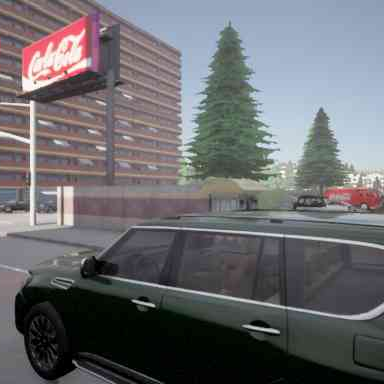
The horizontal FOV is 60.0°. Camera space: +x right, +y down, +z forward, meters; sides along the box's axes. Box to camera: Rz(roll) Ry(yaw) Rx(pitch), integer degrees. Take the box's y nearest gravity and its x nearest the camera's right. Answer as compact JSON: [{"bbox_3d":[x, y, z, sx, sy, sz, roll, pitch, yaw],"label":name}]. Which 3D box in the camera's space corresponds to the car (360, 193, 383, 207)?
[{"bbox_3d":[26.190,1.285,48.086,3.988,1.617,1.851,0,0,35],"label":"car"}]

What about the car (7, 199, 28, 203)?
[{"bbox_3d":[-18.805,1.489,36.280,2.128,1.511,4.902,0,0,35],"label":"car"}]

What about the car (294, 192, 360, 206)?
[{"bbox_3d":[8.787,1.148,22.271,3.866,1.878,1.905,0,0,35],"label":"car"}]

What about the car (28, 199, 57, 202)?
[{"bbox_3d":[-14.847,1.561,35.824,1.994,1.385,4.181,0,0,35],"label":"car"}]

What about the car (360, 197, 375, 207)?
[{"bbox_3d":[10.724,1.338,24.330,4.193,1.474,1.816,0,0,35],"label":"car"}]

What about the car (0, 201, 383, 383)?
[{"bbox_3d":[0.248,1.221,3.815,5.566,2.045,2.150,0,0,35],"label":"car"}]
